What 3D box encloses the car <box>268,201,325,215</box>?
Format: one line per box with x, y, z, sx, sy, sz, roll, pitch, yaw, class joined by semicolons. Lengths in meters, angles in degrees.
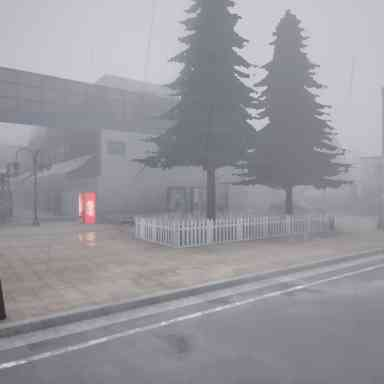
9.582;1.532;30.796;2.033;1.411;5.357;0;0;-34;car
